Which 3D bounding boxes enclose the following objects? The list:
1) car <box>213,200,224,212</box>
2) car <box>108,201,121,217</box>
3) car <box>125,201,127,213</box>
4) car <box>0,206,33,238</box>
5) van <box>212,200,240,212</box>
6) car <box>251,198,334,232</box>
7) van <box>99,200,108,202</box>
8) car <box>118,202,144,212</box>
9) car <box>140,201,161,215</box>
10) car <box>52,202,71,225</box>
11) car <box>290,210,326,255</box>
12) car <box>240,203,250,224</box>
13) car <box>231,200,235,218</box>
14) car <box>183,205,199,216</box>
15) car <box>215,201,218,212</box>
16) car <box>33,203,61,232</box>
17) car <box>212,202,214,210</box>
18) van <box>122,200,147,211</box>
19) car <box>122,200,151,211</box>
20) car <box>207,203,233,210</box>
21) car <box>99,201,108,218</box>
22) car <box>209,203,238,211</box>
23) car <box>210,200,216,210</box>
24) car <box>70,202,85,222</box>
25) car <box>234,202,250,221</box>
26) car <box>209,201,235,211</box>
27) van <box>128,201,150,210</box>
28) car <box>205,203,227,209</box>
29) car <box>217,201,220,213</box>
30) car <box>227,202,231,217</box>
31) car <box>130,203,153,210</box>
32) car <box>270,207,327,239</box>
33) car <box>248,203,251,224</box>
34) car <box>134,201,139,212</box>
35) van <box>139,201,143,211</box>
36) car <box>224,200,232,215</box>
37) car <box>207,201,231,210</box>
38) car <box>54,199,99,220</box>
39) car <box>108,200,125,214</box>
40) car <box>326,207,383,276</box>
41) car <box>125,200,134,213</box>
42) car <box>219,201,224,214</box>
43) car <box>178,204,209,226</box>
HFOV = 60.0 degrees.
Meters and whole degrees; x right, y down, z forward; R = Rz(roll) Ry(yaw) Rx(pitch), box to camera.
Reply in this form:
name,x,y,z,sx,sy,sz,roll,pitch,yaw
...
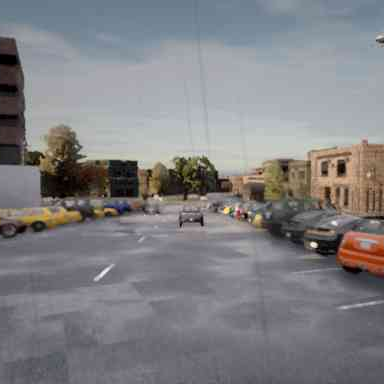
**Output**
name,x,y,z,sx,sy,sz,roll,pitch,yaw
car,6.096,2.355,47.261,5.008,1.535,2.097,1,-1,-21
car,-11.446,2.154,38.814,5.366,1.575,1.946,0,-2,-20
car,-11.666,2.333,44.743,4.892,1.521,2.231,0,-2,-20
car,-11.420,1.703,17.815,4.792,1.488,2.163,0,-1,-20
van,6.023,2.469,59.050,4.442,1.987,1.878,1,-2,-21
car,6.395,1.391,17.947,5.566,2.045,2.435,1,-1,-20
van,-11.699,1.847,35.715,4.442,1.987,1.878,0,-1,-20
car,-11.514,2.731,62.800,4.553,1.767,2.185,0,-2,-19
car,-5.367,2.345,45.705,2.128,1.511,4.902,0,-2,0
car,-11.658,1.780,23.719,5.366,1.575,1.946,0,-1,-20
car,6.386,1.563,12.059,4.892,1.521,2.231,1,-1,-20
car,6.335,1.744,23.796,5.008,1.535,2.097,1,-1,-20
car,6.254,1.745,29.659,4.553,1.767,2.185,1,-2,-20
car,-0.182,2.352,42.389,1.895,1.301,4.718,0,-2,-1
car,6.122,2.272,44.328,4.892,1.521,2.231,1,-2,-21
car,-11.292,1.718,20.858,5.366,1.575,1.946,0,-1,-20
car,6.019,2.468,50.186,4.792,1.488,2.163,1,-1,-21
van,-11.393,2.718,65.838,4.442,1.987,1.878,0,-2,-19
car,-11.432,2.780,68.808,5.566,2.045,2.435,0,-2,-19
car,5.778,2.976,67.851,4.792,1.488,2.163,1,-2,-21
car,-11.384,1.987,32.824,5.366,1.575,1.946,0,-2,-20
car,5.867,2.777,61.942,5.008,1.535,2.097,1,-2,-21
car,6.012,2.524,53.131,5.008,1.535,2.097,1,-1,-21
car,-11.682,1.842,26.711,5.366,1.575,1.946,0,-1,-20
car,6.300,1.803,26.726,5.008,1.535,2.097,1,-2,-20
car,5.778,2.735,64.887,4.553,1.767,2.185,1,-2,-21
van,-11.523,2.893,71.749,4.442,1.987,1.878,0,-1,-19
car,5.578,3.240,76.683,4.674,1.452,2.002,1,-1,-21
car,6.154,2.188,41.396,4.892,1.521,2.231,1,-2,-21
car,6.261,1.982,32.587,4.674,1.452,2.002,1,-1,-20
car,-11.361,3.205,74.780,5.008,1.535,2.097,0,-2,-19
car,6.374,1.598,14.997,4.892,1.521,2.231,1,-1,-20
car,6.522,1.688,20.924,5.366,1.575,1.946,1,-1,-20
car,-11.653,2.596,53.779,4.892,1.521,2.231,0,-2,-20
van,-11.695,2.544,59.750,4.442,1.987,1.878,0,-2,-19
car,6.199,1.895,35.523,4.553,1.767,2.185,1,-2,-20
car,5.666,2.905,70.783,4.553,1.767,2.185,1,-2,-21
car,-11.559,1.663,29.761,5.566,2.045,2.435,0,-1,-20
car,-11.679,1.994,41.737,5.566,2.045,2.435,0,-1,-20
car,6.373,1.404,9.122,4.553,1.767,2.185,1,-1,-20
car,-11.702,2.169,47.753,5.566,2.045,2.435,0,-1,-20
car,6.190,2.102,38.460,5.008,1.535,2.097,1,-2,-21
car,-0.046,1.822,26.363,2.128,1.511,4.902,0,-1,0
